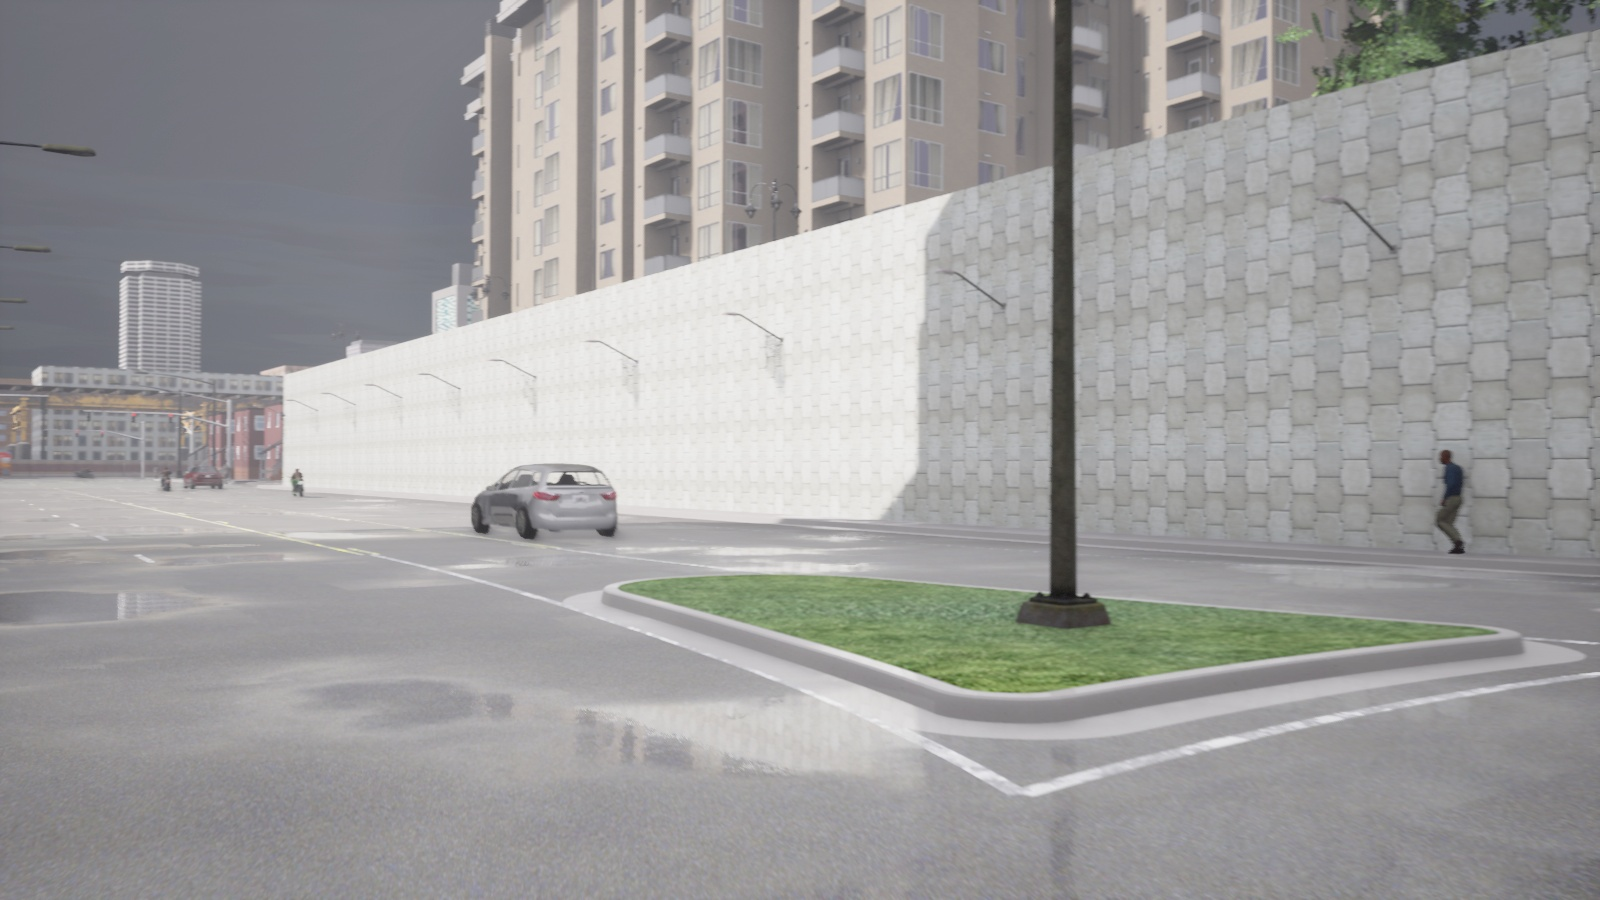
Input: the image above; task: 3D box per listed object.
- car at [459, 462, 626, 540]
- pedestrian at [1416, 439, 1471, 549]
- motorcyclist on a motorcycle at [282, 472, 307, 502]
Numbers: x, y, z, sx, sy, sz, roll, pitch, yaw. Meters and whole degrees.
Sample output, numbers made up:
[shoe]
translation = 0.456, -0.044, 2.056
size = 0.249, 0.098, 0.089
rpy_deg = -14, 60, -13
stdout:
[car]
translation = -6.132, 1.136, 29.478
size = 2.242, 1.667, 4.611
rpy_deg = 0, -1, -34
[pedestrian]
translation = 10.920, 0.737, 21.310
size = 0.370, 1.835, 0.726
rpy_deg = 1, -1, -43
[motorcyclist on a motorcycle]
translation = -26.413, 1.924, 65.595
size = 0.797, 1.523, 2.044
rpy_deg = 0, -1, -34
